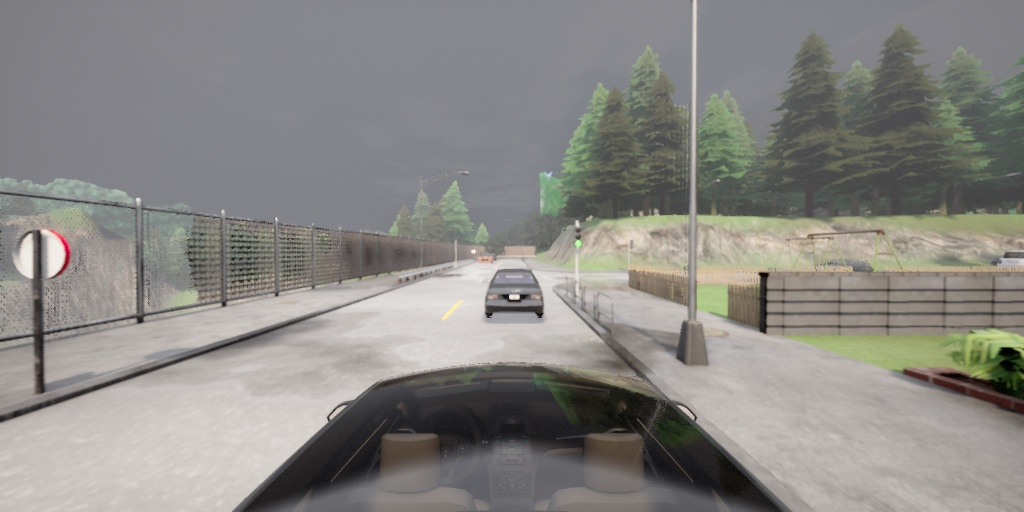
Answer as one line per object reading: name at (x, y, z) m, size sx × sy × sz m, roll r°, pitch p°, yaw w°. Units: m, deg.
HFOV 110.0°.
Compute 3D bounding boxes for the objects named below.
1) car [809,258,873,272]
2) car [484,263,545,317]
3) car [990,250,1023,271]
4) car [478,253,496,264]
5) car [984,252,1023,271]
car at (28.021, 0.883, 30.635) m, size 4.181 × 1.385 × 1.994 m, roll 0°, pitch 1°, yaw 0°
car at (0.077, 1.139, 12.391) m, size 2.033 × 1.411 × 5.357 m, roll 0°, pitch 1°, yaw 0°
car at (39.698, 0.603, 26.531) m, size 5.566 × 2.045 × 2.150 m, roll 0°, pitch 1°, yaw 0°
car at (-4.074, 0.296, 55.925) m, size 2.097 × 1.767 × 4.553 m, roll 0°, pitch 1°, yaw 0°
car at (43.993, 0.452, 30.536) m, size 5.008 × 1.535 × 1.882 m, roll 0°, pitch 1°, yaw 0°
